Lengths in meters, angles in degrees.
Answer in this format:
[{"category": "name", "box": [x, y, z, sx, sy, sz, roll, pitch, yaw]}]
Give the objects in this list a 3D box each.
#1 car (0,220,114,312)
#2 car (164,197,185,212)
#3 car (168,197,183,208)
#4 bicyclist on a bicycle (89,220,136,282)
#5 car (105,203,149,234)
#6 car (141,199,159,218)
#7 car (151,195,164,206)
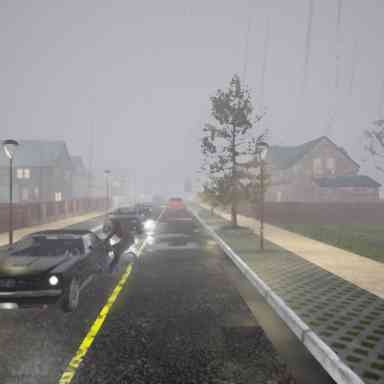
[{"category": "car", "box": [-3.233, 1.600, 7.776, 1.895, 1.301, 4.718, 0, 0, -4]}, {"category": "car", "box": [-1.945, 1.384, 39.741, 2.097, 1.767, 4.553, 0, 0, -3]}, {"category": "car", "box": [-2.479, 1.544, 49.793, 2.128, 1.511, 4.902, 0, 0, -3]}, {"category": "bicyclist on a bicycle", "box": [-1.966, 1.496, 8.532, 0.582, 1.620, 1.656, 24, 15, 36]}, {"category": "car", "box": [-3.798, 1.572, 19.173, 1.994, 1.385, 4.181, 0, 0, -3]}, {"category": "car", "box": [-4.369, 1.620, 30.465, 1.895, 1.301, 4.718, 0, 0, -3]}, {"category": "car", "box": [-5.780, 1.422, 56.617, 2.097, 1.767, 4.553, 0, 0, -3]}]
